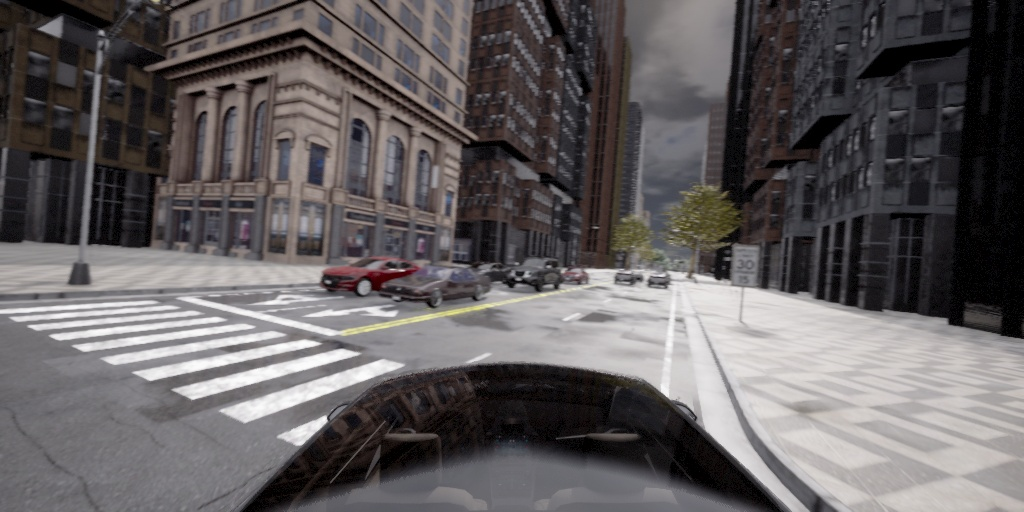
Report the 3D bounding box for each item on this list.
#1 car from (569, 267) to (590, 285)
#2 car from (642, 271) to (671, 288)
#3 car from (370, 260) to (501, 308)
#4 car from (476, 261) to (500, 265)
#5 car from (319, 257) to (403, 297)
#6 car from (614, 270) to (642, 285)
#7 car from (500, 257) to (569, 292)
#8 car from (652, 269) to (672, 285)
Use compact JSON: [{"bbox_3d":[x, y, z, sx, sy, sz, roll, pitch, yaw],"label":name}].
[{"bbox_3d":[5.712,1.747,32.415,1.812,1.442,4.674,5,0,25],"label":"car"},{"bbox_3d":[15.295,2.494,37.443,2.128,1.511,4.902,5,0,25],"label":"car"},{"bbox_3d":[-2.678,1.081,14.168,2.033,1.411,5.357,5,0,24],"label":"car"},{"bbox_3d":[-1.771,1.115,23.904,1.837,1.490,4.892,5,0,25],"label":"car"},{"bbox_3d":[-5.678,0.767,15.385,1.882,1.535,5.008,5,0,25],"label":"car"},{"bbox_3d":[12.204,2.243,38.485,2.128,1.511,4.902,5,0,25],"label":"car"},{"bbox_3d":[1.606,1.105,23.418,2.150,2.045,5.566,5,0,26],"label":"car"},{"bbox_3d":[19.898,2.728,47.537,2.097,1.767,4.553,5,0,25],"label":"car"}]
